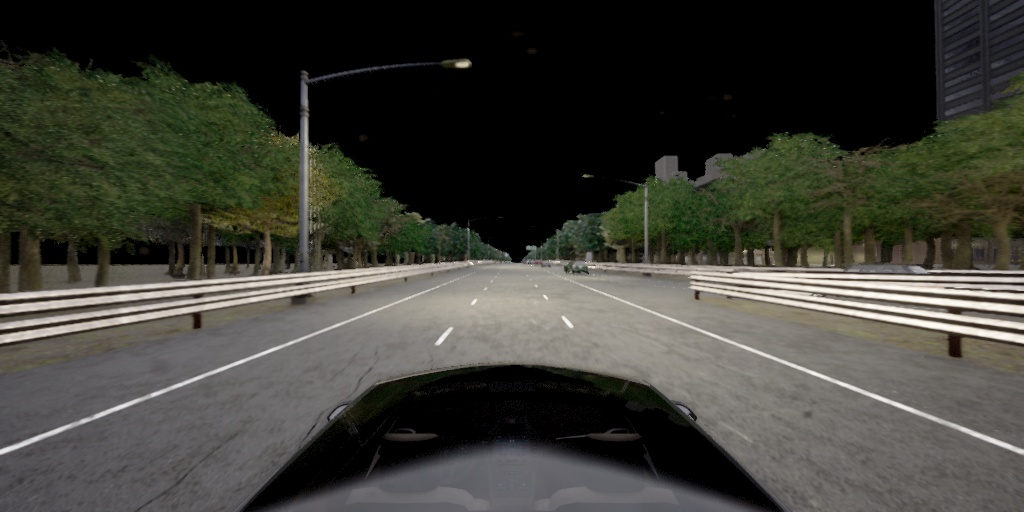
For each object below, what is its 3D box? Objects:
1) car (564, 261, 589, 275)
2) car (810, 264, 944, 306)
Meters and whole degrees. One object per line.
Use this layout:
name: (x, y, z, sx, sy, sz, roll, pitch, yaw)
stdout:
car: (7.973, 1.356, 45.028, 2.097, 1.767, 4.553, 0, 0, -7)
car: (16.352, 1.148, 16.595, 2.097, 1.767, 4.553, 1, -1, -23)
